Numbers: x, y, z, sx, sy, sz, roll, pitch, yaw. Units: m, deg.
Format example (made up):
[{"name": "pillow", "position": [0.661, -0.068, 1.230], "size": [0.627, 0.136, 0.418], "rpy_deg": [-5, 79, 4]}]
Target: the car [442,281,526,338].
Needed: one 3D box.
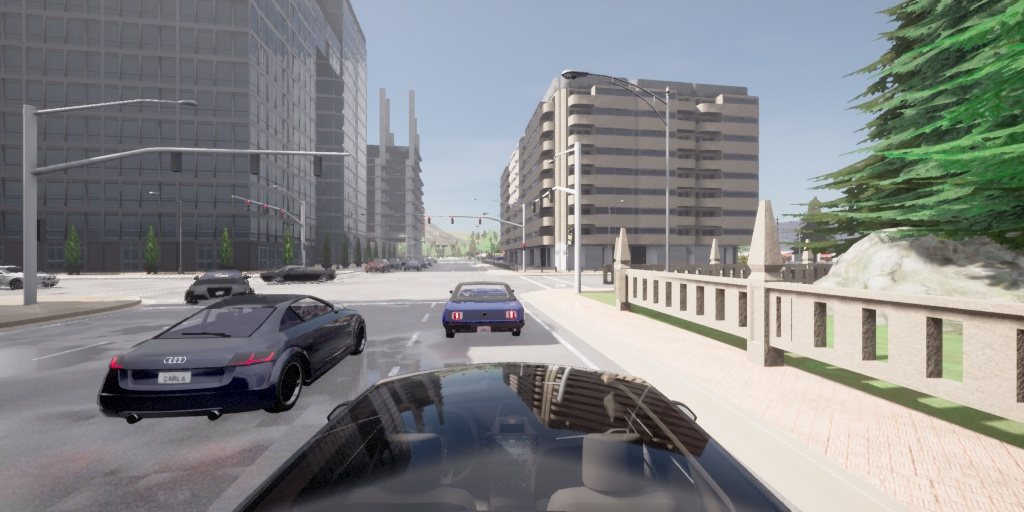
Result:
[{"name": "car", "position": [-0.847, 1.351, 10.200], "size": [1.895, 1.301, 4.718], "rpy_deg": [0, 0, -6]}]

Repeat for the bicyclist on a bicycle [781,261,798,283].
[{"name": "bicyclist on a bicycle", "position": [16.443, 1.106, 21.578], "size": [0.582, 1.620, 1.656], "rpy_deg": [0, 0, -8]}]

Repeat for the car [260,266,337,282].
[{"name": "car", "position": [-15.450, 1.358, 26.254], "size": [4.718, 1.301, 1.895], "rpy_deg": [0, 0, -27]}]

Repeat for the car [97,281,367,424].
[{"name": "car", "position": [-3.928, 1.314, 5.963], "size": [1.994, 1.385, 4.181], "rpy_deg": [0, 0, -6]}]

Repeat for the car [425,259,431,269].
[{"name": "car", "position": [-14.435, 1.102, 56.420], "size": [2.097, 1.767, 4.553], "rpy_deg": [0, 0, -8]}]

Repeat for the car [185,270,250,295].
[{"name": "car", "position": [-12.927, 1.319, 16.049], "size": [1.994, 1.385, 4.181], "rpy_deg": [1, -1, -36]}]

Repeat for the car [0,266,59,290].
[{"name": "car", "position": [-31.204, 1.331, 22.036], "size": [4.674, 1.442, 1.812], "rpy_deg": [0, 0, -9]}]

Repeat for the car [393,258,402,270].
[{"name": "car", "position": [-17.362, 1.102, 52.046], "size": [2.097, 1.767, 4.553], "rpy_deg": [0, 0, -8]}]

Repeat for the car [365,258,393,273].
[{"name": "car", "position": [-16.162, 1.102, 43.276], "size": [2.097, 1.767, 4.553], "rpy_deg": [0, 0, -8]}]

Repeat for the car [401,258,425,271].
[{"name": "car", "position": [-13.316, 1.276, 48.372], "size": [1.812, 1.442, 4.674], "rpy_deg": [0, 0, -8]}]
